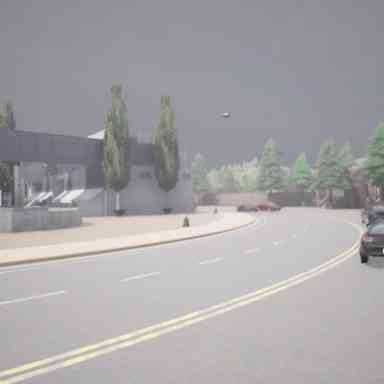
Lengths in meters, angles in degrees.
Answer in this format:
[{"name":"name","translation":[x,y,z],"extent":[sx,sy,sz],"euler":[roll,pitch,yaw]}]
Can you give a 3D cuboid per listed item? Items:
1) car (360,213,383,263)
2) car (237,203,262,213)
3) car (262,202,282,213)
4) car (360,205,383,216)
[{"name":"car","translation":[7.268,1.662,11.839],"extent":[1.812,1.442,4.674],"euler":[-1,-2,37]},{"name":"car","translation":[8.280,2.366,49.645],"extent":[1.994,1.385,4.181],"euler":[0,-1,-14]},{"name":"car","translation":[11.710,2.252,50.297],"extent":[1.882,1.535,5.008],"euler":[0,-1,-14]},{"name":"car","translation":[14.446,1.811,25.949],"extent":[1.837,1.490,4.892],"euler":[-1,0,18]}]
